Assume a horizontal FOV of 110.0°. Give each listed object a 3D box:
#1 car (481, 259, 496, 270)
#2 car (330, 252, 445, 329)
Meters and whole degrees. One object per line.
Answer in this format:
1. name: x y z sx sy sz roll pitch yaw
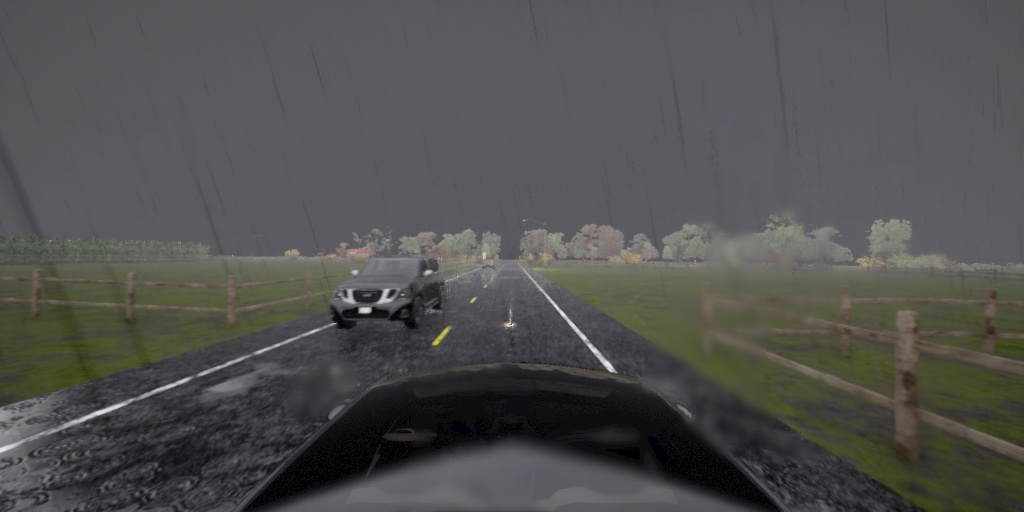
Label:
1. car: -3.553 1.277 54.956 1.837 1.490 4.892 0 0 1
2. car: -3.600 0.975 11.564 2.150 2.045 5.566 0 0 0
